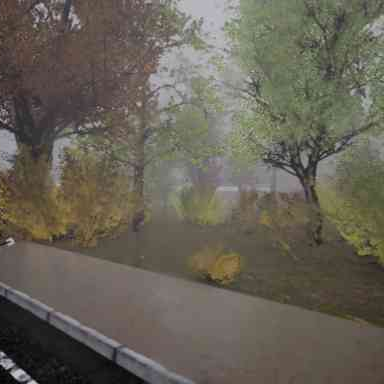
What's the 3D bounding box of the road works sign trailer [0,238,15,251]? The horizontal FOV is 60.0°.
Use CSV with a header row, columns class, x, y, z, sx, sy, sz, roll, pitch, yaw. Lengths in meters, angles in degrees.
class,x,y,z,sx,sy,sz,roll,pitch,yaw
road works sign trailer,-6.460,0.987,7.297,2.880,2.380,3.560,-27,0,-8
